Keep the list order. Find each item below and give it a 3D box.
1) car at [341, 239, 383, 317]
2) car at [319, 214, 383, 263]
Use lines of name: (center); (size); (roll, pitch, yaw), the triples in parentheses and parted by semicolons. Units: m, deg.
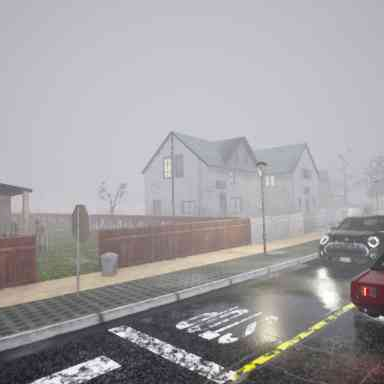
car: (5.009, 1.707, 6.807); (1.895, 1.301, 4.718); (-4, -4, 45)
car: (6.582, 1.680, 12.715); (2.097, 1.767, 4.553); (-4, -3, 43)
